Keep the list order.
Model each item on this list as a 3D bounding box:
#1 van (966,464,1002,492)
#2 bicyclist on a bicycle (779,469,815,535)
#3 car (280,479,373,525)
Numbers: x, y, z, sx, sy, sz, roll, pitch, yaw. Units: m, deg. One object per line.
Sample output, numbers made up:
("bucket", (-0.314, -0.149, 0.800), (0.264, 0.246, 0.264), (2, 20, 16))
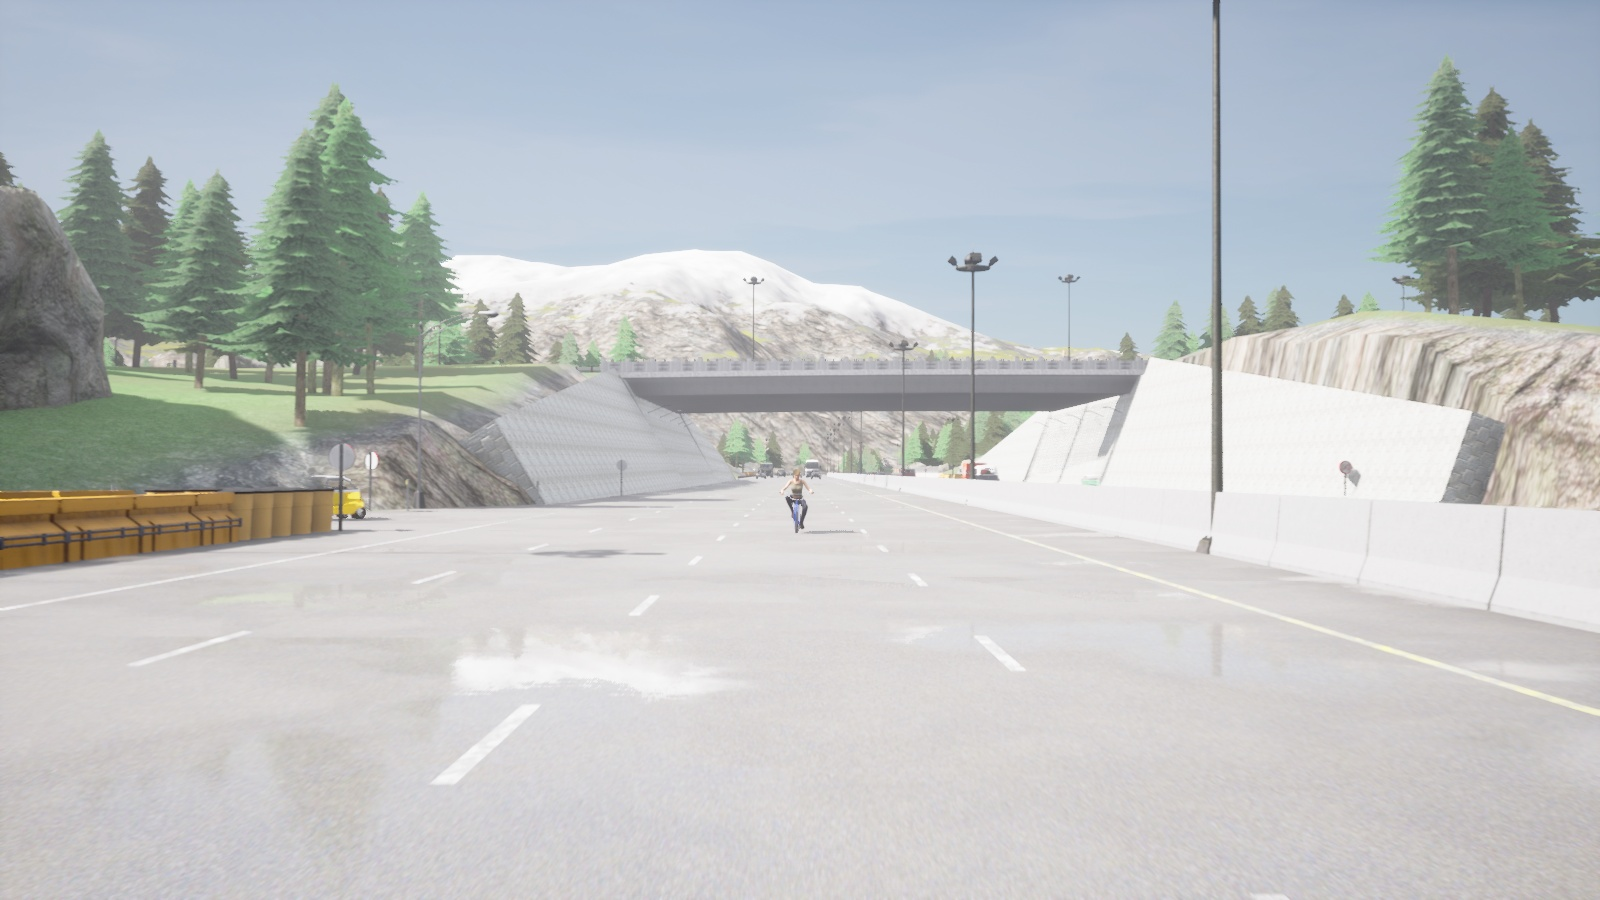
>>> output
("van", (13.771, 2.062, 94.303), (2.069, 2.038, 4.480), (0, -1, 0))
("bicyclist on a bicycle", (-0.072, 1.278, 31.459), (0.866, 1.612, 1.509), (0, -1, 0))
("car", (-14.498, 1.572, 38.486), (1.481, 1.376, 2.207), (-1, -1, 30))
